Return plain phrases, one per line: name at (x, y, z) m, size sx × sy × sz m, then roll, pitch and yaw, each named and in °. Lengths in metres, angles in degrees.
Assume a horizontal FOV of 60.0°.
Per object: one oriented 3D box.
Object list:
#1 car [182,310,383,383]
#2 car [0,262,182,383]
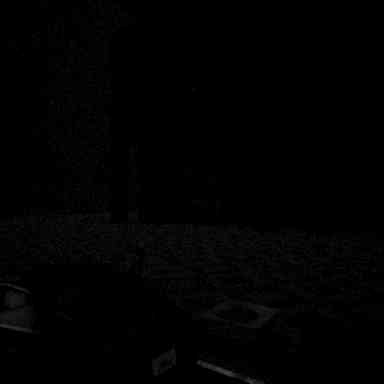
car at (2.645, 1.299, 0.965) m, size 5.009 × 1.841 × 2.192 m, roll -1°, pitch -1°, yaw 36°
car at (-1.943, 1.605, 4.237) m, size 4.313 × 1.339 × 1.947 m, roll -1°, pitch -1°, yaw 36°
